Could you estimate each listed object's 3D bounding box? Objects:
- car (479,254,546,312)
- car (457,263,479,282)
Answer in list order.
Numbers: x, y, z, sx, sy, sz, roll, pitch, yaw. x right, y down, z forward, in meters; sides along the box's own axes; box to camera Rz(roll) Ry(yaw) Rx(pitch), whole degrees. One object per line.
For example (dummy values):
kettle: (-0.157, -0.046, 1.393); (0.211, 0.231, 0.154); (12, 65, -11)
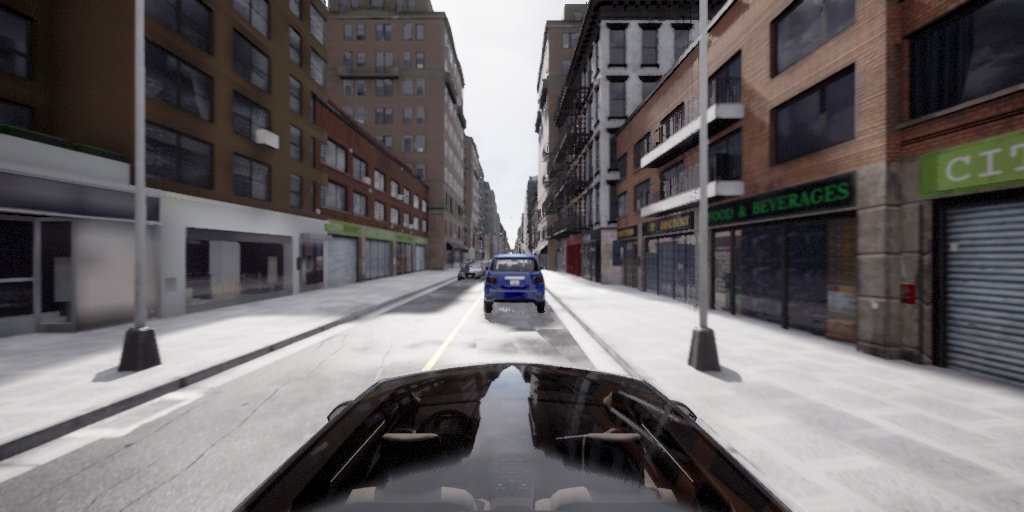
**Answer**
car: (0.094, 0.958, 14.349); (2.150, 2.045, 5.566); (0, 0, 0)
car: (-3.100, 1.281, 28.342); (1.994, 1.385, 4.181); (0, 0, 0)
